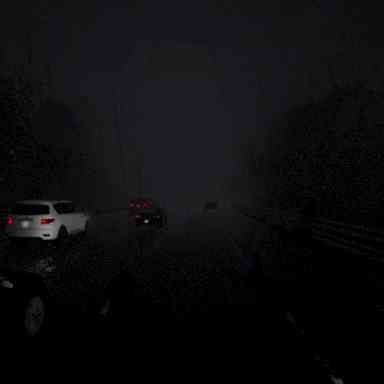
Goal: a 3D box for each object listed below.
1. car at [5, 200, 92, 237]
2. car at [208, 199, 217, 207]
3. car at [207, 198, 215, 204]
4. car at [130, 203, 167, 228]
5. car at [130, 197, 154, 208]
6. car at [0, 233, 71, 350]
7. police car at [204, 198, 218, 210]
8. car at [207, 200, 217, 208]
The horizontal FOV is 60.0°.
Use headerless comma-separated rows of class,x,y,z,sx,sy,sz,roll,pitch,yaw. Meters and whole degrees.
car,-6.691,1.397,16.180,2.150,2.045,5.566,0,-1,1
car,4.297,2.325,69.569,1.837,1.490,4.892,0,-1,5
car,5.091,2.422,87.855,1.994,1.385,4.181,0,-1,7
car,-2.956,1.798,24.439,1.812,1.442,4.674,0,-1,2
car,-5.824,1.665,39.433,2.150,2.045,5.566,0,-1,3
car,-3.367,1.531,3.715,2.128,1.511,4.902,0,-1,0
police car,3.022,2.050,53.934,1.930,1.638,5.238,0,-1,4
car,3.778,2.271,63.668,1.812,1.442,4.674,0,-1,5
